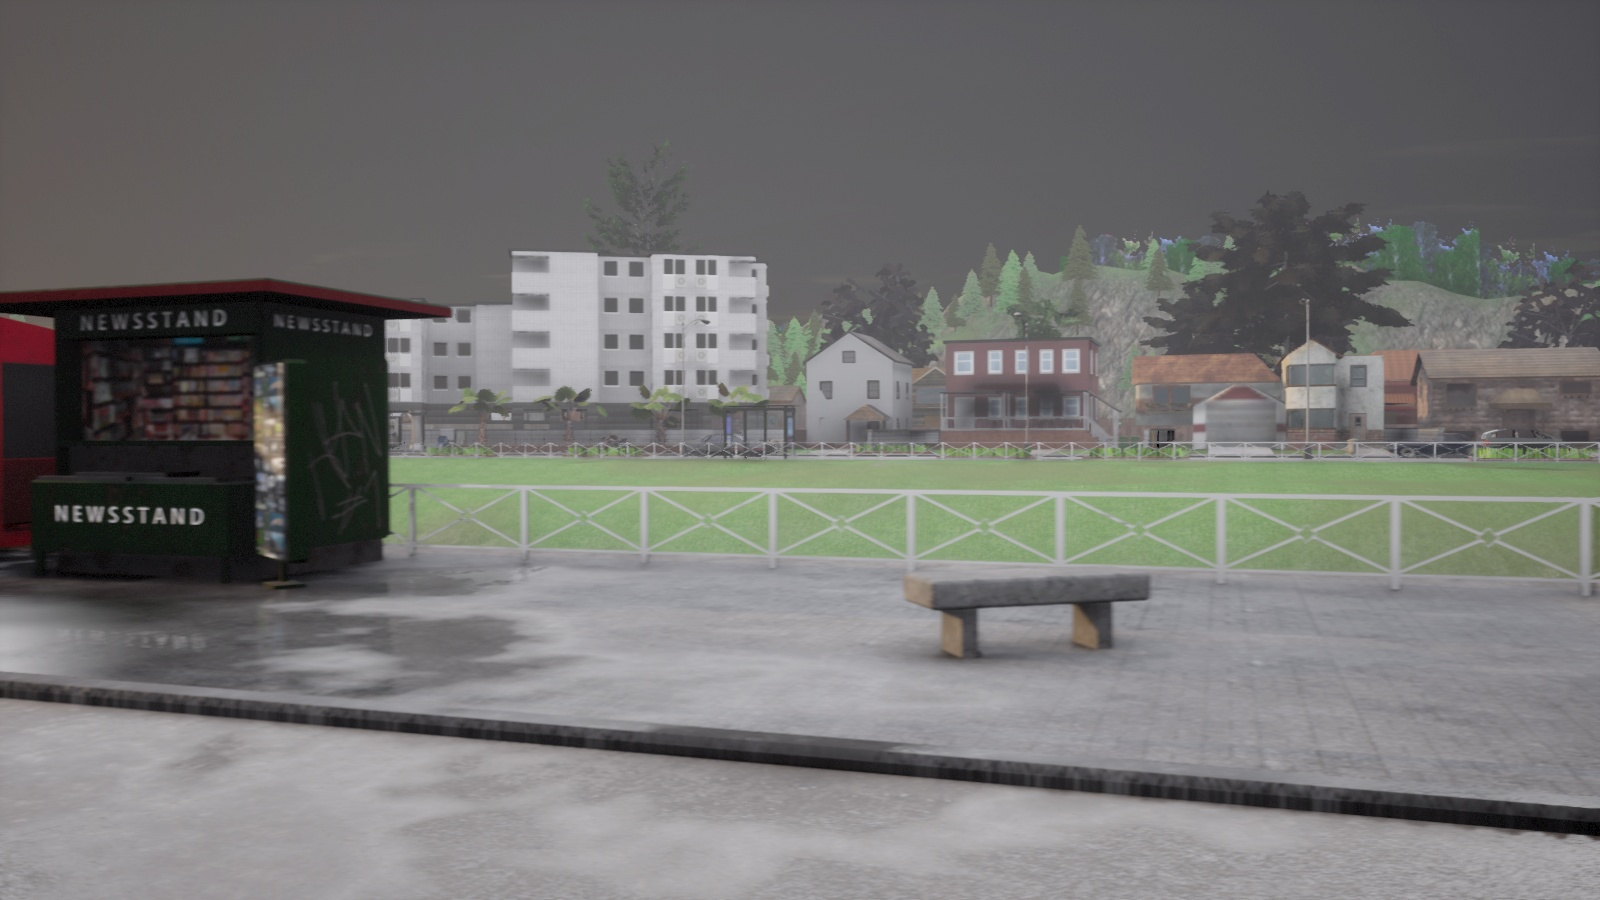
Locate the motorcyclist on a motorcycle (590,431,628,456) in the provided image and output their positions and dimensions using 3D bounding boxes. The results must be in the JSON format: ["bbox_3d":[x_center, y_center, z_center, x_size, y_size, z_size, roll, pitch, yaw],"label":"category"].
[{"bbox_3d":[-11.708,-0.415,76.979,2.191,1.530,0.866,1,1,19],"label":"motorcyclist on a motorcycle"}]

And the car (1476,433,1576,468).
[{"bbox_3d":[33.257,0.008,57.619,3.705,1.549,1.789,0,1,19],"label":"car"}]

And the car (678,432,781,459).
[{"bbox_3d":[-3.942,-0.264,70.144,5.357,1.411,2.033,1,1,19],"label":"car"}]

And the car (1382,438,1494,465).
[{"bbox_3d":[31.619,0.047,62.393,4.718,1.301,1.895,1,1,19],"label":"car"}]
